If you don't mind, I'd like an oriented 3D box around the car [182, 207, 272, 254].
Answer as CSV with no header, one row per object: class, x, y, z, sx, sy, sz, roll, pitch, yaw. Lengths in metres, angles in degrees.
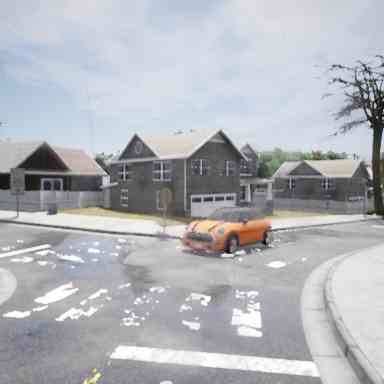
car,1.631,1.457,14.212,2.097,1.767,4.553,2,0,39
